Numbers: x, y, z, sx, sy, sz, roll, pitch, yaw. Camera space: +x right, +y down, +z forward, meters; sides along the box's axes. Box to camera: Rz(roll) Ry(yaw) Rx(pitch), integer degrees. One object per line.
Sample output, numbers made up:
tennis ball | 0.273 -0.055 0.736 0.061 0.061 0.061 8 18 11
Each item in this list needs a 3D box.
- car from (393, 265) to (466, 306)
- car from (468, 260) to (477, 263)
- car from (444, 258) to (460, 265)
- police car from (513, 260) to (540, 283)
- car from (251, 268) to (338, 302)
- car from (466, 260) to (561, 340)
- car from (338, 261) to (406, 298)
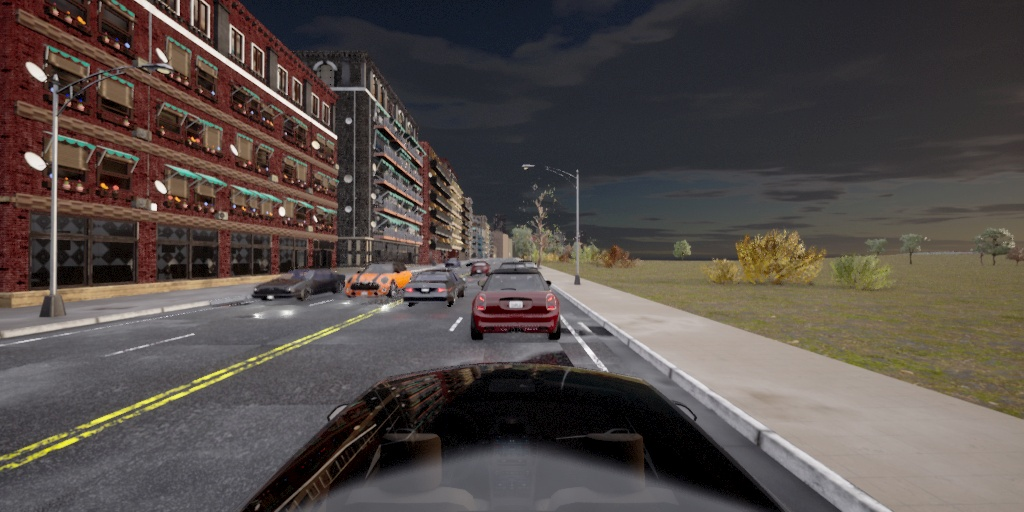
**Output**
car | -3.171 1.296 15.574 2.033 1.411 5.357 0 0 0
car | -3.202 1.272 37.098 1.812 1.442 4.674 0 0 0
car | -9.911 1.091 59.848 2.097 1.767 4.553 0 0 0
police car | 1.096 1.173 29.380 1.930 1.638 5.238 0 0 0
car | -9.874 1.296 17.310 2.033 1.411 5.357 0 0 0
car | 0.080 1.102 10.112 2.097 1.767 4.553 0 0 0
car | -6.626 1.101 18.323 2.097 1.767 4.553 0 0 0
